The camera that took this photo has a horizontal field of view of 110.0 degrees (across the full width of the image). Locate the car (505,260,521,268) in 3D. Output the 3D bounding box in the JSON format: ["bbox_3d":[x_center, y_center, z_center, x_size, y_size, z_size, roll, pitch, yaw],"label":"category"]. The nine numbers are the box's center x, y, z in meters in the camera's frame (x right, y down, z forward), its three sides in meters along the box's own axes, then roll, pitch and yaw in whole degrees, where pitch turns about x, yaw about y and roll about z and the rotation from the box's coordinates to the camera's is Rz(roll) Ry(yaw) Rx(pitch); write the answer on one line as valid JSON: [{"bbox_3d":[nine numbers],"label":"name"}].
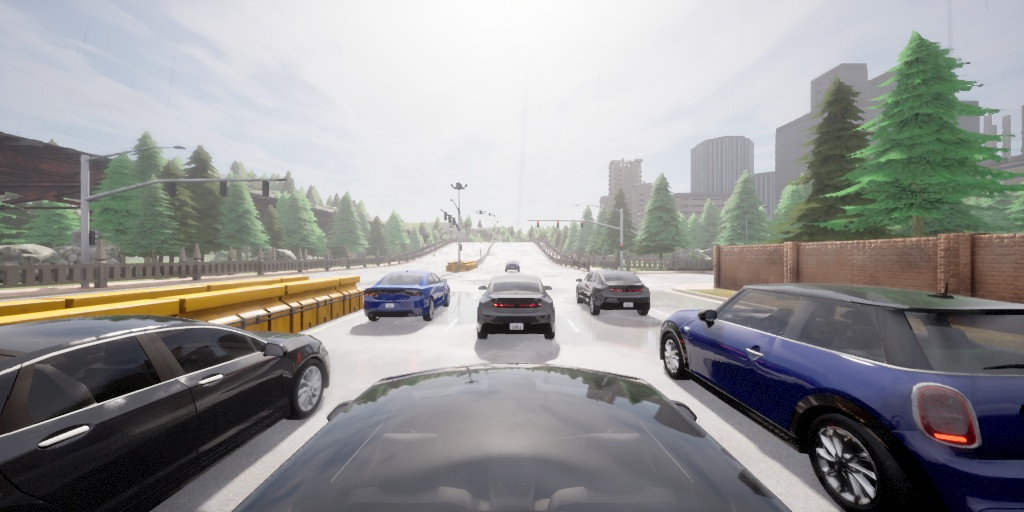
[{"bbox_3d":[0.068,1.276,46.216,1.812,1.442,4.674,0,0,0],"label":"car"}]

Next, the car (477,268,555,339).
[{"bbox_3d":[0.096,1.255,10.043,1.837,1.490,4.892,0,0,0],"label":"car"}]

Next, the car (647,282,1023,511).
[{"bbox_3d":[3.601,1.102,4.393,2.097,1.767,4.553,0,0,0],"label":"car"}]

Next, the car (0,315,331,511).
[{"bbox_3d":[-3.400,1.255,2.973,1.837,1.490,4.892,0,0,0],"label":"car"}]

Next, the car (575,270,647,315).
[{"bbox_3d":[3.614,1.255,13.478,1.837,1.490,4.892,0,0,1],"label":"car"}]

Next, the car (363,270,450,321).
[{"bbox_3d":[-3.404,1.228,12.466,1.882,1.535,5.008,0,0,0],"label":"car"}]
